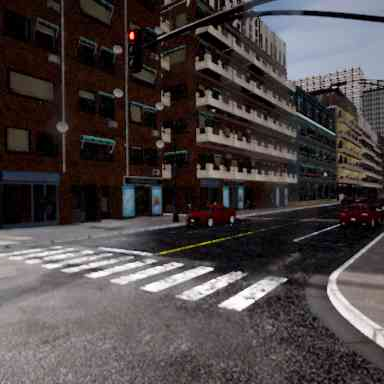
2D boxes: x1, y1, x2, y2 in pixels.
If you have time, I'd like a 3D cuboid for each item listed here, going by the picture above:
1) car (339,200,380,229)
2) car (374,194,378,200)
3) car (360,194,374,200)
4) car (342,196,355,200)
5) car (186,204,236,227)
[{"bbox_3d":[10.289,1.380,20.302,1.887,1.381,4.507,-1,0,36],"label":"car"},{"bbox_3d":[43.804,1.259,80.284,1.947,1.339,4.313,-1,0,36],"label":"car"},{"bbox_3d":[37.078,1.322,71.123,1.802,1.307,4.206,-1,0,36],"label":"car"},{"bbox_3d":[26.988,1.377,57.382,1.947,1.339,4.313,-1,0,36],"label":"car"},{"bbox_3d":[1.365,1.547,22.697,1.887,1.381,4.507,-1,0,36],"label":"car"}]
